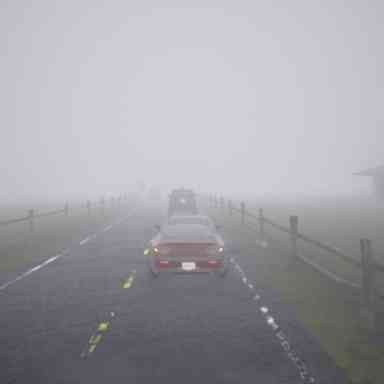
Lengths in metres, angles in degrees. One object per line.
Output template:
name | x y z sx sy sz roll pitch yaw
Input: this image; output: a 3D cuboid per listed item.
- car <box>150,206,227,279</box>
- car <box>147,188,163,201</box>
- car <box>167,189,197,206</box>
car | -0.105 1.355 9.348 1.812 1.442 4.674 0 1 -1
car | -5.782 0.328 51.603 2.150 2.045 5.566 0 1 -6
car | -0.785 0.750 26.390 2.150 2.045 5.566 0 1 -3
